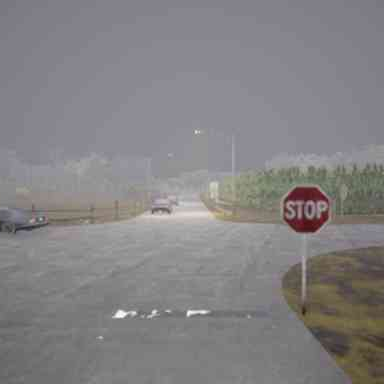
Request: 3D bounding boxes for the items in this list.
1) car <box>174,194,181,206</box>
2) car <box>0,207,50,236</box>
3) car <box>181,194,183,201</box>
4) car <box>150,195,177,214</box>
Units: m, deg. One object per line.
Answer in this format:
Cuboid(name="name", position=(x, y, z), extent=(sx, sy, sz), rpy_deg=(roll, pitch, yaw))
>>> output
Cuboid(name="car", position=(-2.825, 1.186, 45.927), extent=(1.812, 1.442, 4.674), rpy_deg=(0, 1, 1))
Cuboid(name="car", position=(-10.540, 1.519, 17.879), extent=(5.357, 1.411, 2.033), rpy_deg=(-1, 1, 5))
Cuboid(name="car", position=(-2.735, 1.061, 64.448), extent=(1.895, 1.301, 4.718), rpy_deg=(0, 1, 0))
Cuboid(name="car", position=(-2.849, 1.330, 32.344), extent=(2.033, 1.411, 5.357), rpy_deg=(0, 0, 0))
